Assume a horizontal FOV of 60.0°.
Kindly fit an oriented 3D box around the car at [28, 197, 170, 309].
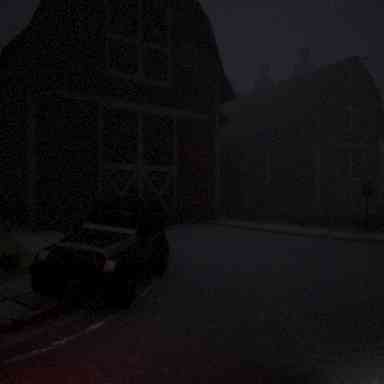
[{"bbox_3d":[-1.755,1.139,7.731,1.905,1.878,3.866,6,3,12],"label":"car"}]
